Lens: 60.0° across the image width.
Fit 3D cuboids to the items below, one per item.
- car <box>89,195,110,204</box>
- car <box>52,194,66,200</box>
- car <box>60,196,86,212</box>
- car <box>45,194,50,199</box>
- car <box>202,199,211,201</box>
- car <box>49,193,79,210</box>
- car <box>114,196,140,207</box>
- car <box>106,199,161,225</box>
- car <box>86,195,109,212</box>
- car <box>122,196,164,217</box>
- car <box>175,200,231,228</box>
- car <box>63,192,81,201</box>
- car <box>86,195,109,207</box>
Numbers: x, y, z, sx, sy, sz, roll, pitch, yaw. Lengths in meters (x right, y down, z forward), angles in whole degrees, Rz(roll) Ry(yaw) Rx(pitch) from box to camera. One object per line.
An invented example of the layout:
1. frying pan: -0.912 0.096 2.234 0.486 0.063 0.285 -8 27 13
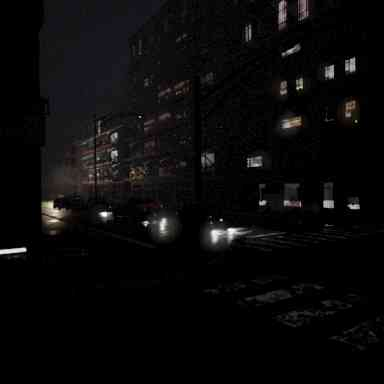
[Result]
1. car: -15.443 1.217 55.348 1.752 1.417 4.829 -1 1 -35
2. car: -31.459 1.125 78.611 2.008 1.369 4.403 -1 1 -35
3. car: -12.579 1.449 36.414 2.008 1.369 4.403 -1 1 -35
4. car: -34.778 1.076 83.431 1.752 1.417 4.829 -1 1 -35
5. car: 0.849 1.360 31.868 1.887 1.381 4.507 -1 1 -35
6. car: -15.802 1.313 41.093 1.967 1.590 4.097 -1 1 -35
7. car: -8.999 1.266 45.987 1.752 1.417 4.829 -1 1 -35
8. car: -4.344 1.509 24.224 1.887 1.381 4.507 -1 1 -35
9. car: -9.846 1.426 37.017 1.994 1.385 4.181 -1 1 -35
10. car: -4.248 1.258 28.872 2.097 1.767 4.553 -1 1 -35
11. car: 0.648 1.508 21.767 1.994 1.385 4.181 -1 1 -34
12. car: -25.016 0.936 69.247 2.192 1.841 5.009 -1 1 -35
13. car: -13.795 1.267 48.293 1.837 1.490 4.892 -1 1 -34
